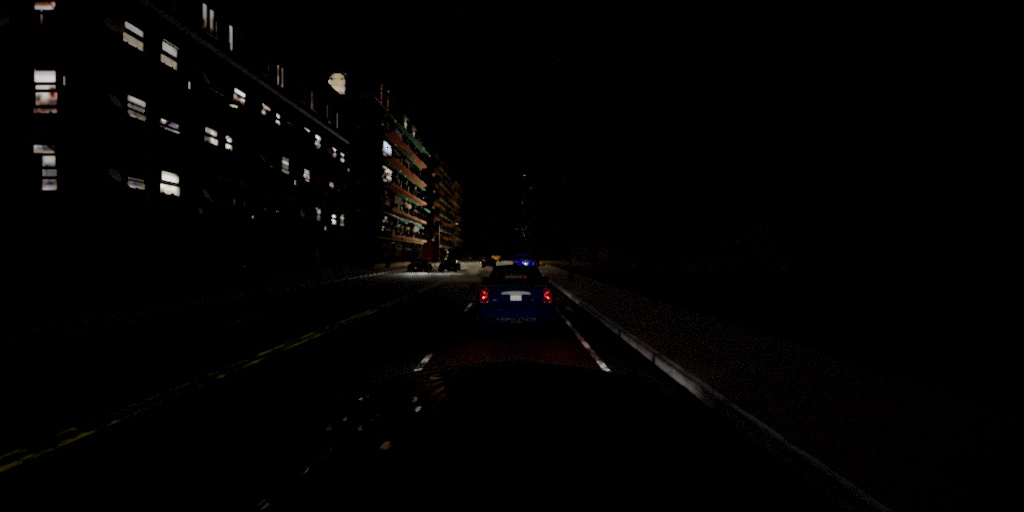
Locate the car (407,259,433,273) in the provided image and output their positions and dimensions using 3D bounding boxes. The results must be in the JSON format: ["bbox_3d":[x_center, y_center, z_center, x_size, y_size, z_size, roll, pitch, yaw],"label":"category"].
[{"bbox_3d":[-9.847,1.039,38.658,1.994,1.385,4.181,0,0,0],"label":"car"}]

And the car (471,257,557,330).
[{"bbox_3d":[0.099,1.035,10.970,2.097,1.767,4.553,0,1,0],"label":"car"}]

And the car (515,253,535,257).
[{"bbox_3d":[1.133,0.750,32.113,2.150,2.045,5.566,0,0,0],"label":"car"}]

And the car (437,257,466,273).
[{"bbox_3d":[-6.602,1.025,38.366,2.033,1.411,5.357,0,0,0],"label":"car"}]

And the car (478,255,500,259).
[{"bbox_3d":[-3.236,0.874,50.917,2.128,1.511,4.902,0,0,0],"label":"car"}]
